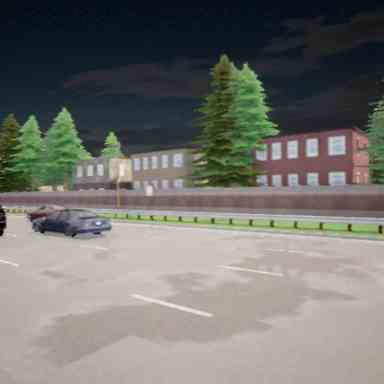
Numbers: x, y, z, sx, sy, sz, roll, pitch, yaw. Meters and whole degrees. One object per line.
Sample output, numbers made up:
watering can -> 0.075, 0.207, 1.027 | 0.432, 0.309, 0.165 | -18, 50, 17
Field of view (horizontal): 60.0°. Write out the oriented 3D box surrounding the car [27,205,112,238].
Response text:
car -> -6.670, 1.638, 18.185 | 5.357, 1.411, 2.033 | -1, 0, 38

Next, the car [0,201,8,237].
car -> -12.055, 1.383, 17.914 | 5.566, 2.045, 2.150 | -1, 0, 38
